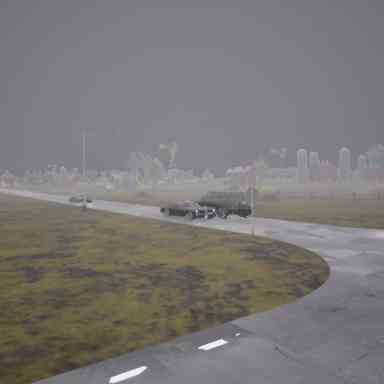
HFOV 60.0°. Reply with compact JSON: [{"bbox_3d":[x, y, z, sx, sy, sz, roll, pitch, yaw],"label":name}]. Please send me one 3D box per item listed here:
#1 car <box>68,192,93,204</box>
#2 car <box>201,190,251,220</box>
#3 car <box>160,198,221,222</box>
[{"bbox_3d":[-14.738,0.765,43.629,2.033,1.411,5.357,-1,2,-36],"label":"car"},{"bbox_3d":[2.121,0.897,25.258,2.150,2.045,5.566,-1,1,-35],"label":"car"},{"bbox_3d":[-0.355,1.303,23.899,1.895,1.301,4.718,-1,2,-36],"label":"car"}]
